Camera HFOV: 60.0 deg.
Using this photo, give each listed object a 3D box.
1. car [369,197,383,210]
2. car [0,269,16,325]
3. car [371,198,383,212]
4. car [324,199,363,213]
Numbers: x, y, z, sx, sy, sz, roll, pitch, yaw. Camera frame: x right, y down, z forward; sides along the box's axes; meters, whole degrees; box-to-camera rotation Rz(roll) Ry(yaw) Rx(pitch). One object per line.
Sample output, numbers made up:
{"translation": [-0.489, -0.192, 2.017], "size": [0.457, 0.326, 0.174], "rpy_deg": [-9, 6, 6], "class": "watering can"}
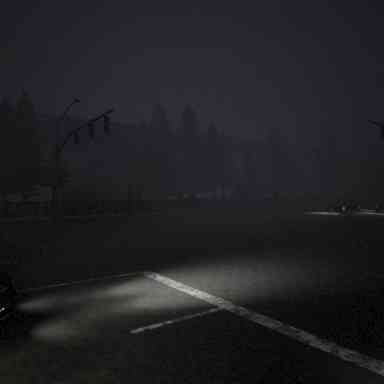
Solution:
{"translation": [25.368, 1.492, 43.595], "size": [5.008, 1.535, 1.882], "rpy_deg": [0, 0, -35], "class": "car"}
{"translation": [-5.114, 1.491, 4.421], "size": [4.902, 1.511, 2.128], "rpy_deg": [0, 0, -35], "class": "car"}
{"translation": [22.304, 1.538, 37.104], "size": [4.674, 1.442, 1.812], "rpy_deg": [0, 0, -36], "class": "car"}
{"translation": [17.374, 1.559, 37.886], "size": [5.357, 1.411, 2.033], "rpy_deg": [0, 0, -36], "class": "car"}
